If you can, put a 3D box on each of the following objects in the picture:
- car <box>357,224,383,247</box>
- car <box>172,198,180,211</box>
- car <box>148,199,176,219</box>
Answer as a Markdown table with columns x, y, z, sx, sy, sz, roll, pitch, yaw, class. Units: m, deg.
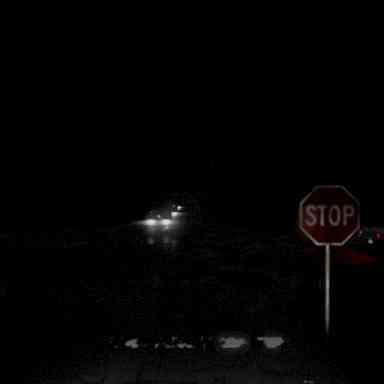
| x | y | z | sx | sy | sz | roll | pitch | yaw | class |
| --- | --- | --- | --- | --- | --- | --- | --- | --- | --- |
| 9.678 | 1.812 | 13.945 | 4.718 | 1.301 | 1.895 | 1 | 0 | -2 | car |
| -2.768 | 1.589 | 40.239 | 1.837 | 1.490 | 4.892 | 0 | 0 | 0 | car |
| -2.756 | 1.594 | 29.832 | 2.033 | 1.411 | 5.357 | 0 | 0 | -1 | car |
